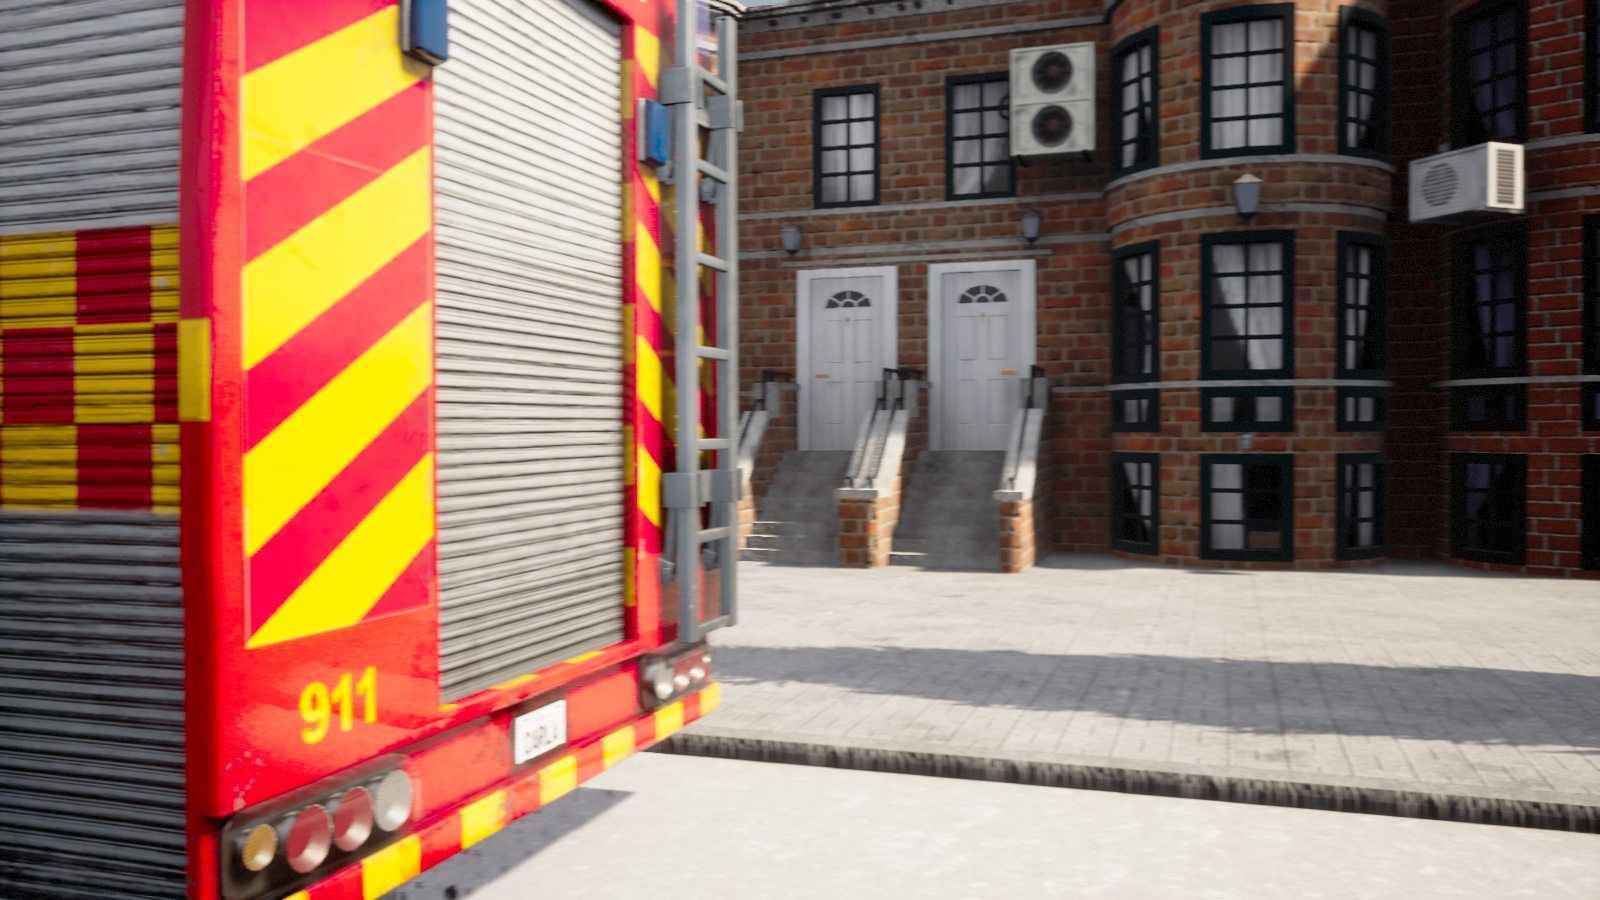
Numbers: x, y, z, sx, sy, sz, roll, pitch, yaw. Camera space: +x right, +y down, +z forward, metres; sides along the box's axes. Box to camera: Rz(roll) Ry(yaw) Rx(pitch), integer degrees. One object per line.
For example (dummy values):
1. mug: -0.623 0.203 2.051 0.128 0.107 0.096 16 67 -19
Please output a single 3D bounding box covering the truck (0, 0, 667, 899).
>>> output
1. truck: -5.053 -0.444 5.401 8.468 3.827 2.891 1 1 19
